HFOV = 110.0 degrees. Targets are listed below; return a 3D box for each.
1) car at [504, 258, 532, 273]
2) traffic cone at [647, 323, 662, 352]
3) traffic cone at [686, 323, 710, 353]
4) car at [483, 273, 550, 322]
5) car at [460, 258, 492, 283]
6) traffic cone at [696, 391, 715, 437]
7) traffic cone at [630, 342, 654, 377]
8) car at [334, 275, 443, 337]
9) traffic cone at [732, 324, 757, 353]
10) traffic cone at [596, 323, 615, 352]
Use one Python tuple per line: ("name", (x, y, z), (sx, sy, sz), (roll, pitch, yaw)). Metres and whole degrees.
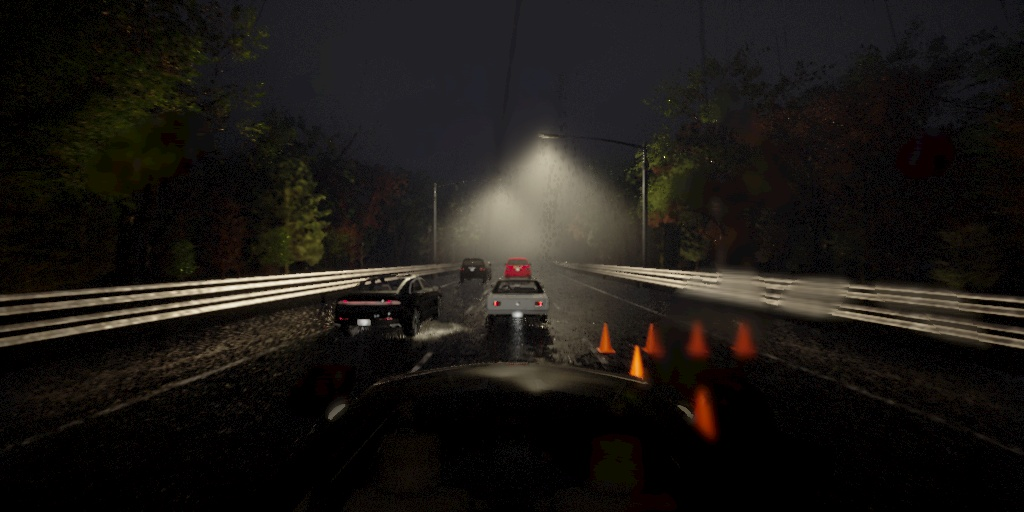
("car", (0.512, 1.196, 30.984), (2.150, 2.045, 5.566), (0, 0, 1))
("traffic cone", (3.030, 1.759, 7.779), (0.340, 0.580, 0.340), (0, 0, 0))
("traffic cone", (4.030, 1.761, 7.775), (0.340, 0.580, 0.340), (0, 0, 0))
("car", (0.197, 1.438, 12.678), (1.895, 1.301, 4.718), (0, 0, 1))
("car", (-3.028, 1.193, 30.751), (2.150, 2.045, 5.566), (0, 0, 2))
("traffic cone", (2.012, 1.726, 3.784), (0.340, 0.580, 0.340), (0, 0, 0))
("traffic cone", (2.021, 1.742, 5.784), (0.340, 0.580, 0.340), (0, 0, 0))
("car", (-3.324, 1.305, 10.536), (2.128, 1.511, 4.902), (0, 0, 1))
("traffic cone", (5.030, 1.763, 7.771), (0.340, 0.580, 0.340), (0, 0, 0))
("traffic cone", (2.031, 1.758, 7.784), (0.340, 0.580, 0.340), (0, 0, 0))
